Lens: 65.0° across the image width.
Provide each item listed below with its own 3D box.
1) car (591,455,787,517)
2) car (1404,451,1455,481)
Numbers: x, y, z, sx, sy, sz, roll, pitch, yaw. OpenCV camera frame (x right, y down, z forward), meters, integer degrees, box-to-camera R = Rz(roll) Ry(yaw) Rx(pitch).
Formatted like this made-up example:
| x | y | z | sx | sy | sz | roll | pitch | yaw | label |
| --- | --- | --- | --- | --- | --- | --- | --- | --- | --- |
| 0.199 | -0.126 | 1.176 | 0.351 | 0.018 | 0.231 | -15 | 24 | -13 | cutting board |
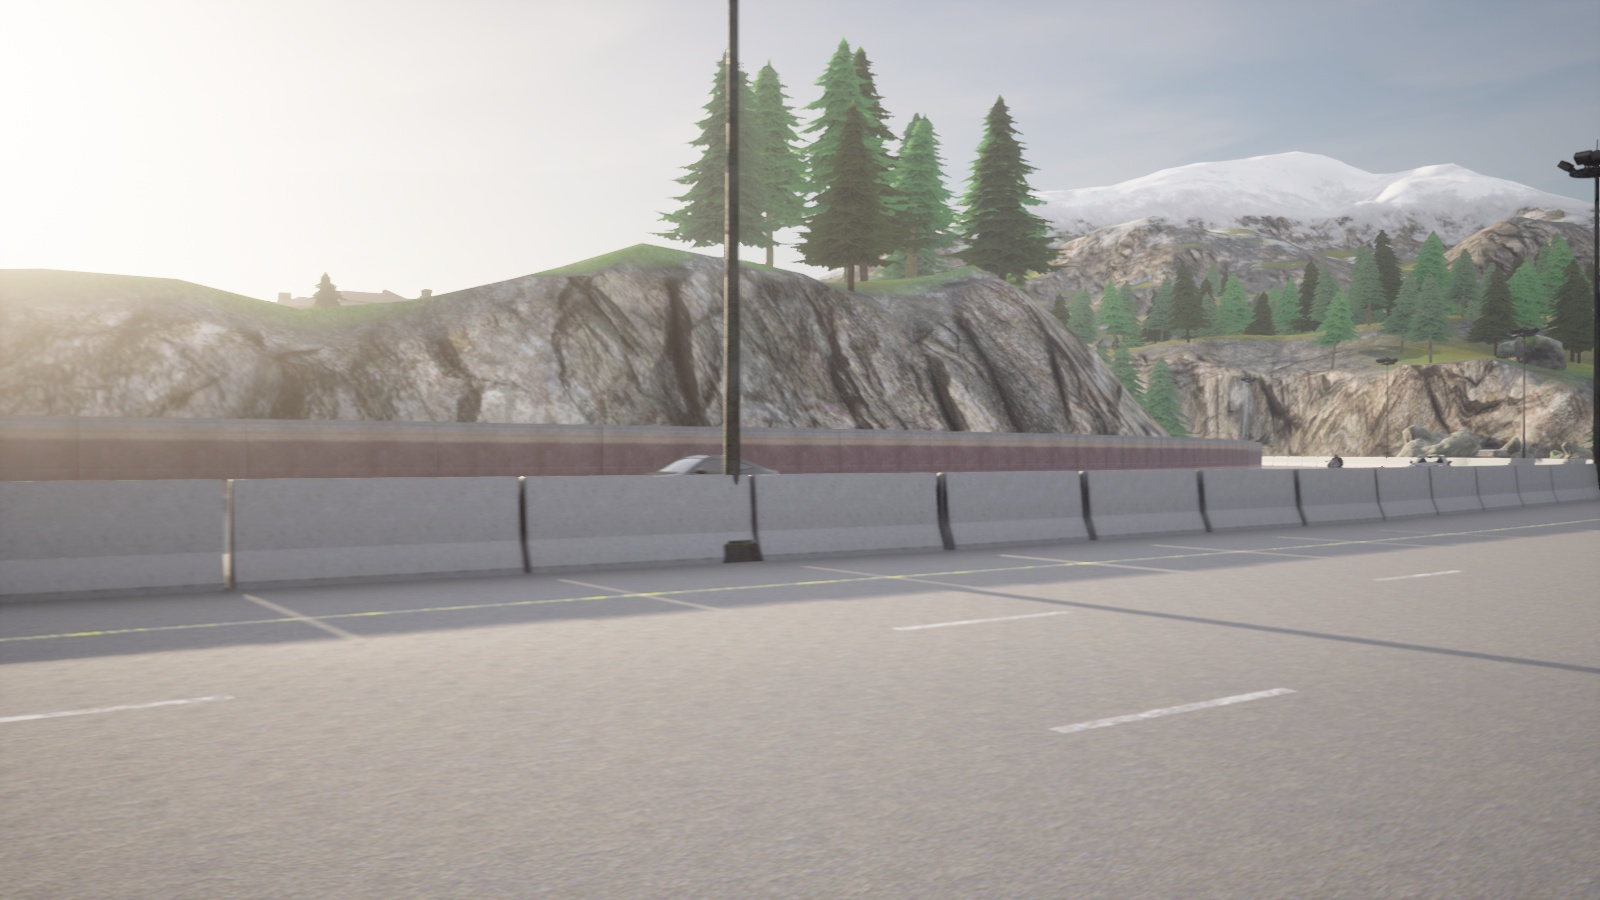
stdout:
| x | y | z | sx | sy | sz | roll | pitch | yaw | label |
| --- | --- | --- | --- | --- | --- | --- | --- | --- | --- |
| -2.746 | 0.854 | 31.741 | 4.674 | 1.442 | 1.812 | 0 | 0 | -37 | car |
| 32.573 | 0.800 | 64.955 | 1.970 | 1.475 | 3.806 | 0 | 0 | 32 | car |
